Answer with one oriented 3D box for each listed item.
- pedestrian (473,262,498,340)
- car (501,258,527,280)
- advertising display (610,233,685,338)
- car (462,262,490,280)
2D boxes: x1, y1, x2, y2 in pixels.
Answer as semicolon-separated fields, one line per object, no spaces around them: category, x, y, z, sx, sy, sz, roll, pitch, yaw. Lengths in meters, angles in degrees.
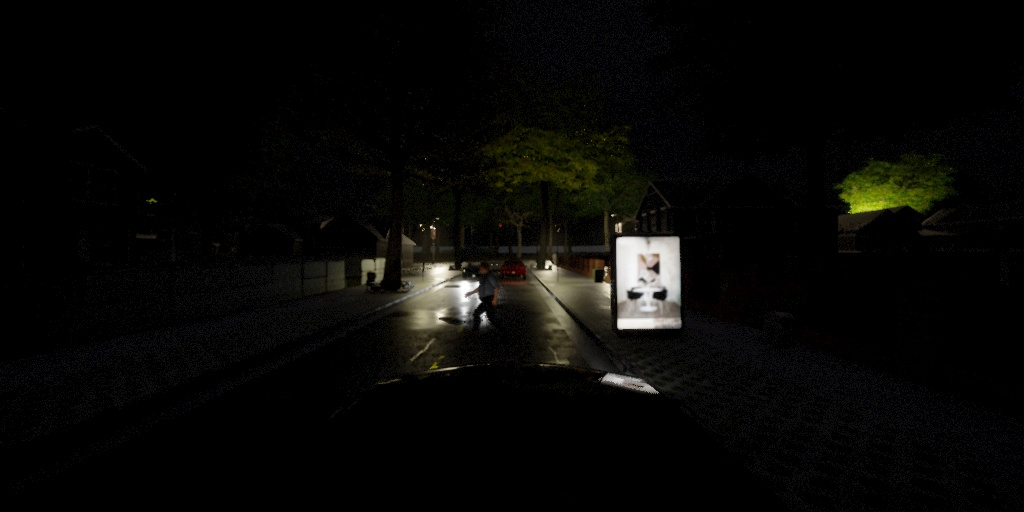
pedestrian;-0.619;0.999;8.280;0.375;1.860;0.375;1;-1;-15
car;0.141;1.011;28.326;1.882;1.535;5.008;0;1;1
advertising display;3.023;0.733;7.984;1.540;2.440;0.280;0;0;0
car;-2.781;1.133;28.469;1.895;1.301;4.718;0;1;0
